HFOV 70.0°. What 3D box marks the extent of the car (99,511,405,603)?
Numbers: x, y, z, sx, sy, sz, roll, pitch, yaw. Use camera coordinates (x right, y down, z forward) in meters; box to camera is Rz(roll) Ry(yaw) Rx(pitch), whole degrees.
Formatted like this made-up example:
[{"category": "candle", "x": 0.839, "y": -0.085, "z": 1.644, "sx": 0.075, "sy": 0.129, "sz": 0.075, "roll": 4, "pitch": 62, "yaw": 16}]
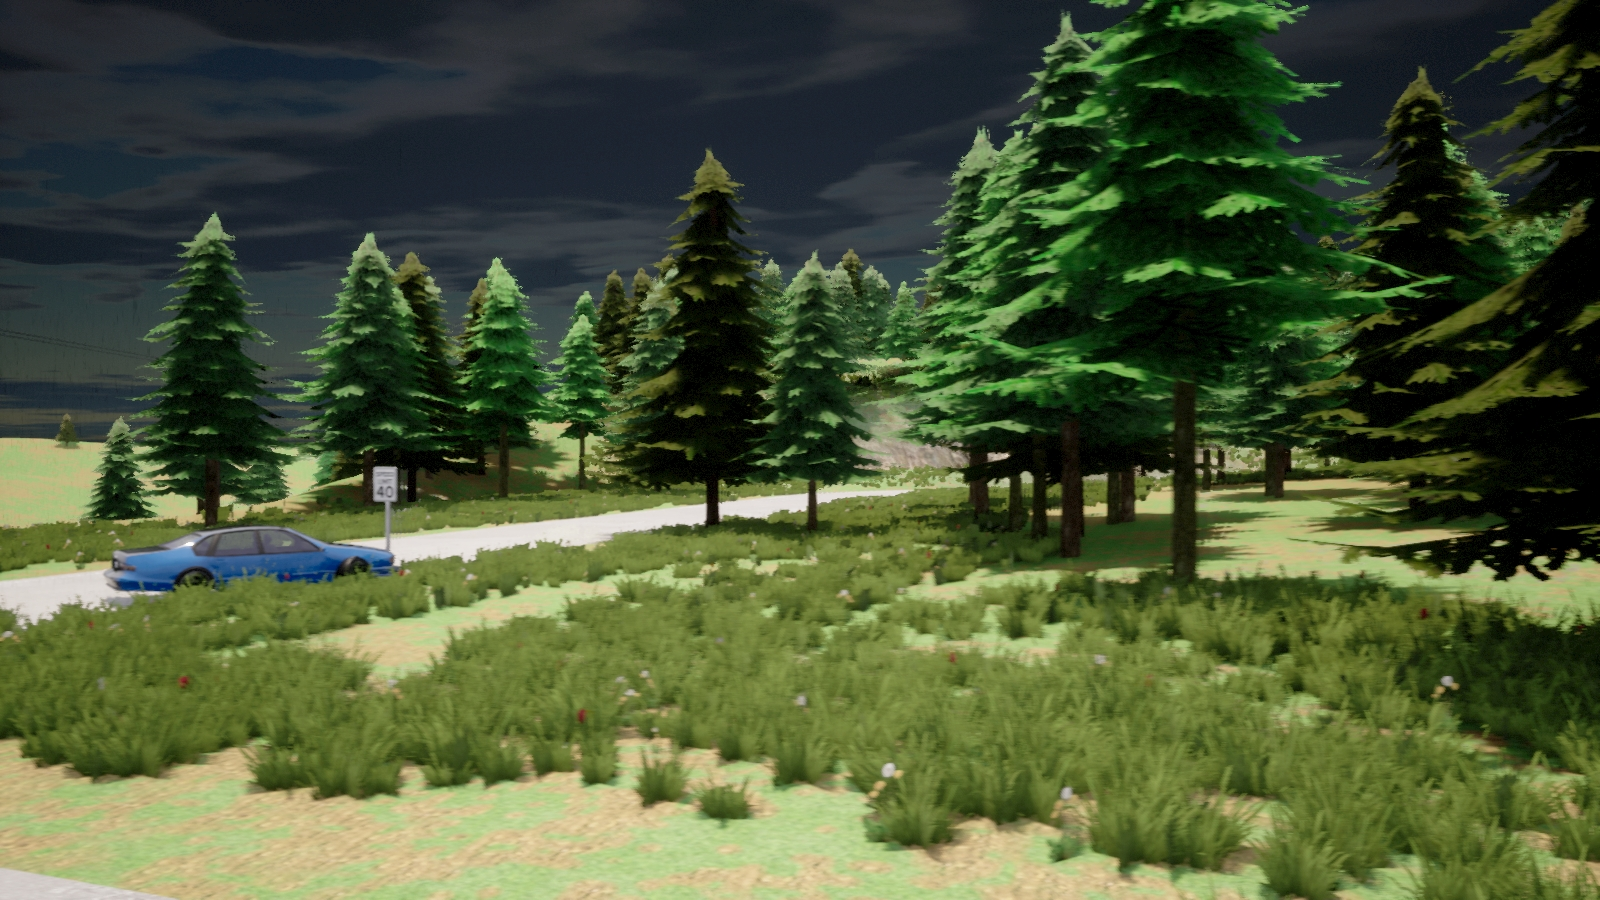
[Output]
[{"category": "car", "x": -11.162, "y": 2.106, "z": 23.524, "sx": 5.357, "sy": 1.411, "sz": 2.033, "roll": 0, "pitch": 0, "yaw": -39}]
